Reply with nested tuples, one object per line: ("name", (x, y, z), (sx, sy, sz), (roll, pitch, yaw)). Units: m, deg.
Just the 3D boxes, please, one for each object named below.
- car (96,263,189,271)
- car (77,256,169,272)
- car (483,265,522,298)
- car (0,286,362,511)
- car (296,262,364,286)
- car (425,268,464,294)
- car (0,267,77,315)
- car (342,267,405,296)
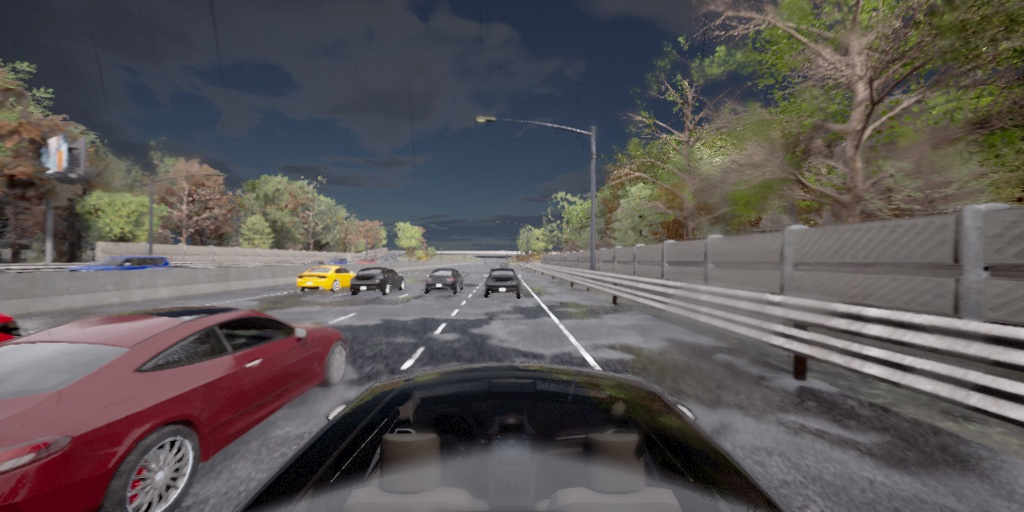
("car", (-21.681, 1.333, 22.312), (2.033, 1.411, 5.357), (0, -1, -1))
("car", (-25.200, 0.995, 23.254), (2.150, 2.045, 5.566), (0, -1, -1))
("car", (-0.521, 1.418, 19.898), (1.837, 1.490, 4.892), (0, -1, -1))
("car", (-3.528, 1.271, 3.943), (1.812, 1.442, 4.674), (0, -1, -1))
("car", (-10.965, 1.334, 21.791), (1.882, 1.535, 5.008), (0, -1, -1))
("car", (-3.957, 1.428, 21.430), (1.812, 1.442, 4.674), (0, -1, -1))
("car", (-6.980, 0.926, 2.068), (2.150, 2.045, 5.566), (0, 0, -1))
("car", (-7.428, 1.372, 20.204), (1.837, 1.490, 4.892), (0, -1, -1))
